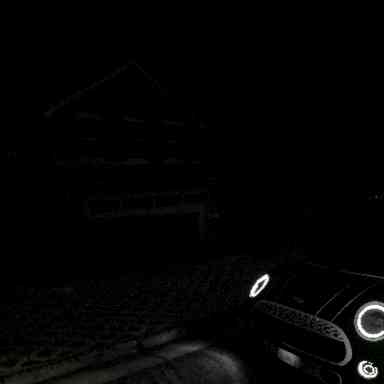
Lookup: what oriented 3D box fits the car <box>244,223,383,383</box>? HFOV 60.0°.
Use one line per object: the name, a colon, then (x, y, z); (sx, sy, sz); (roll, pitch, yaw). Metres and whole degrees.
car: (2.947, 1.323, 5.171); (4.553, 1.767, 2.097); (0, 0, -35)
